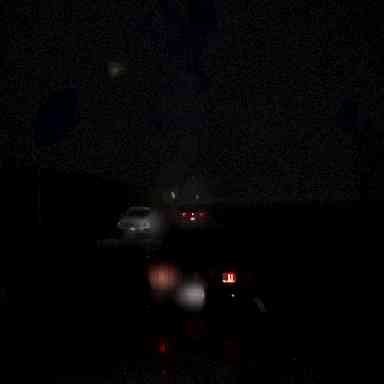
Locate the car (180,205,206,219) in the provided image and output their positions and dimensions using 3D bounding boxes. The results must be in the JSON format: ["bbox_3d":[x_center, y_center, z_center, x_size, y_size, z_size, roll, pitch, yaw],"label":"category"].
[{"bbox_3d":[0.043,1.623,25.829,1.895,1.301,4.718,0,0,0],"label":"car"}]

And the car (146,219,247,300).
[{"bbox_3d":[0.083,1.604,8.357,1.895,1.301,4.718,0,0,0],"label":"car"}]

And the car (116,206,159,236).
[{"bbox_3d":[-2.890,1.532,18.401,1.812,1.442,4.674,0,0,0],"label":"car"}]
